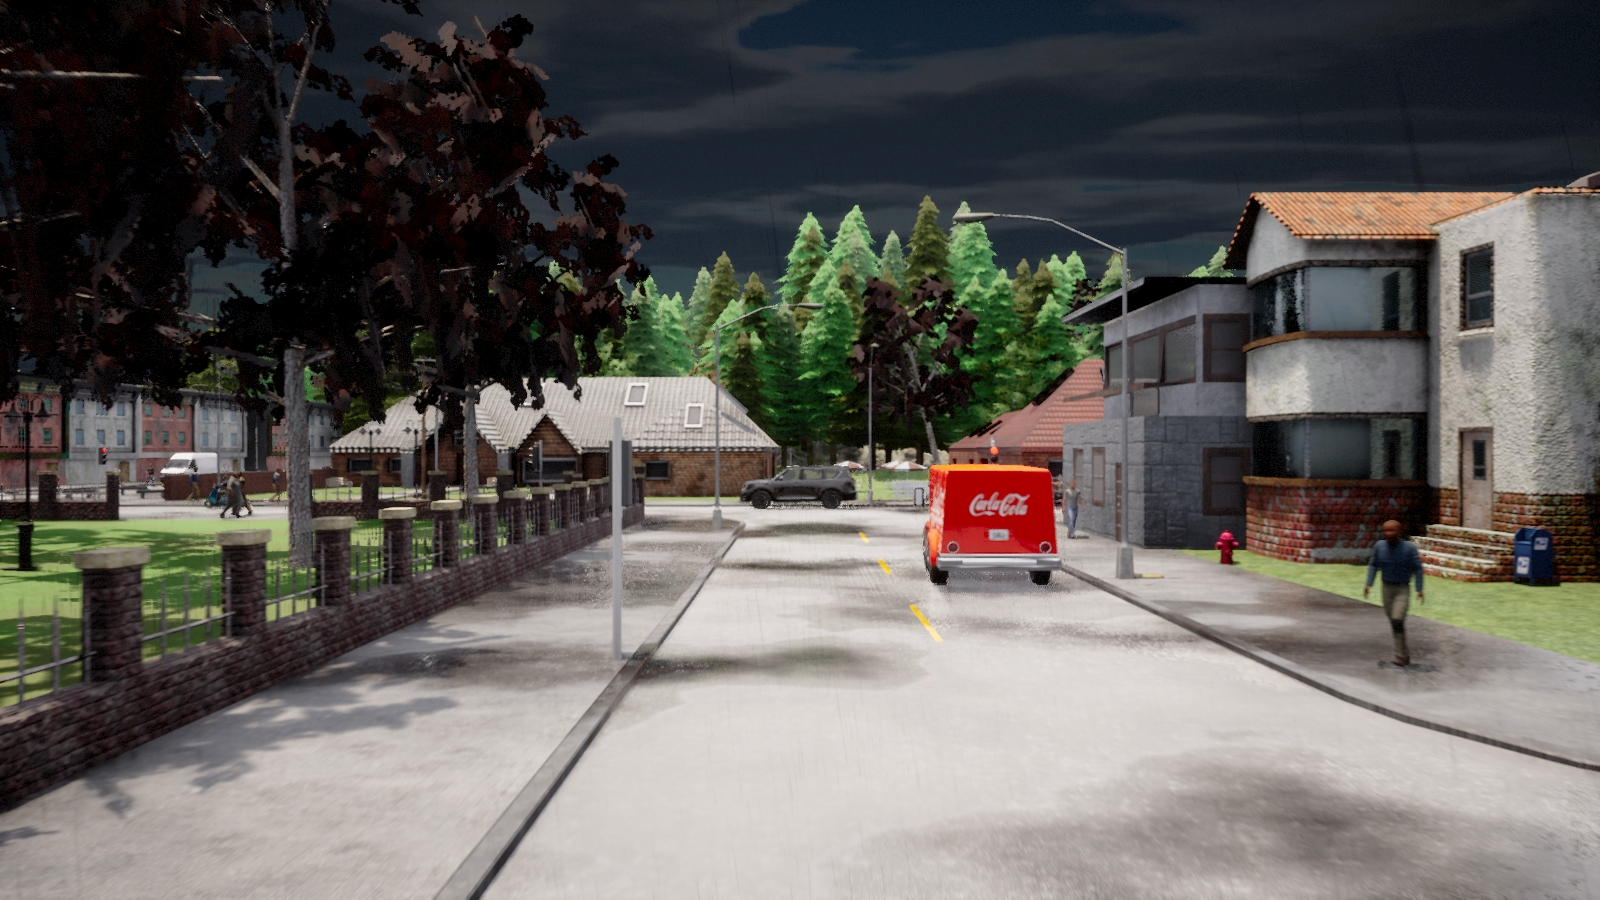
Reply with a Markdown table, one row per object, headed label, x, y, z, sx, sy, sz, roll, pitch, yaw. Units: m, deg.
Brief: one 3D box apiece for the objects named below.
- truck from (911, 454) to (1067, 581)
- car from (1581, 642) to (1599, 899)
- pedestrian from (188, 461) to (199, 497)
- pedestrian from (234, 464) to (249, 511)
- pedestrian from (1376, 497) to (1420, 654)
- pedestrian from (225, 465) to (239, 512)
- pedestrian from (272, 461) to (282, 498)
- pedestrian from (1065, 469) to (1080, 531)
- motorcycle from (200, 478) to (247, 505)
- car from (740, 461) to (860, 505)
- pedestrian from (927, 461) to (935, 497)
| label | x | y | z | sx | sy | sz | roll | pitch | yaw |
| --- | --- | --- | --- | --- | --- | --- | --- | --- | --- |
| truck | 3.974 | 1.345 | 25.159 | 2.627 | 2.467 | 5.204 | 0 | 0 | 1 |
| car | 4.938 | 1.637 | 3.828 | 3.866 | 1.878 | 1.905 | 0 | 0 | -19 |
| pedestrian | -31.643 | 1.508 | 59.647 | 0.375 | 1.860 | 0.375 | 0 | 0 | 0 |
| pedestrian | -22.571 | 1.516 | 46.170 | 0.375 | 1.860 | 0.375 | 0 | 0 | 10 |
| pedestrian | 7.305 | 1.514 | 13.955 | 0.375 | 1.860 | 0.375 | 0 | 0 | -43 |
| pedestrian | -22.363 | 1.518 | 44.981 | 0.375 | 1.860 | 0.375 | 0 | 0 | 0 |
| pedestrian | -26.499 | 1.514 | 57.901 | 0.375 | 1.860 | 0.375 | 0 | 0 | -12 |
| pedestrian | 8.226 | 1.513 | 34.518 | 0.375 | 1.860 | 0.375 | 0 | 0 | 2 |
| motorcycle | -27.409 | 1.953 | 54.346 | 1.805 | 1.236 | 0.856 | 0 | 0 | 0 |
| car | -0.001 | 1.552 | 54.324 | 5.566 | 2.045 | 2.150 | 0 | 0 | 0 |
| pedestrian | 6.847 | 1.515 | 59.599 | 0.375 | 1.860 | 0.375 | 0 | 0 | 10 |
